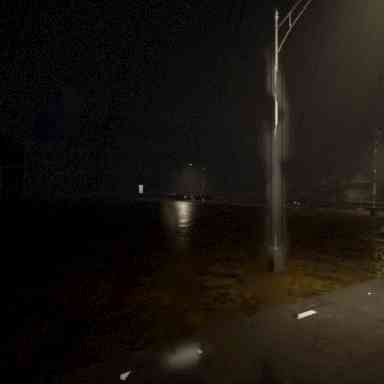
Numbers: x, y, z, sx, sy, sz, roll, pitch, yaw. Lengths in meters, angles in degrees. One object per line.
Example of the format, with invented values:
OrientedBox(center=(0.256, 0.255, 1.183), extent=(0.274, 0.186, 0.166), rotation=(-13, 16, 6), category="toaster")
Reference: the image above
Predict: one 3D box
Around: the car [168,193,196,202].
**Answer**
OrientedBox(center=(-1.911, 0.989, 62.193), extent=(1.837, 1.490, 4.892), rotation=(2, -1, -35), category="car")

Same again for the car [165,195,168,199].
OrientedBox(center=(-3.999, 0.954, 71.235), extent=(1.895, 1.301, 4.718), rotation=(2, -1, -35), category="car")

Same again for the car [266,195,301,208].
OrientedBox(center=(11.713, 1.196, 42.843), extent=(1.837, 1.490, 4.892), rotation=(2, 0, -35), category="car")

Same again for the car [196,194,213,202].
OrientedBox(center=(2.043, 1.098, 62.709), extent=(1.837, 1.490, 4.892), rotation=(2, -1, -35), category="car")
